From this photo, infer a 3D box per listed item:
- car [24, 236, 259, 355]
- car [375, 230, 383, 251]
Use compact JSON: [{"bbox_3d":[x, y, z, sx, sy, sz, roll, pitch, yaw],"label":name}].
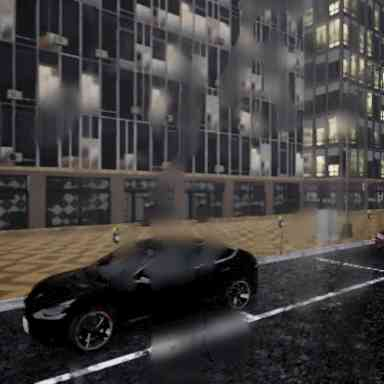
[{"bbox_3d":[-0.639,1.550,6.094,4.313,1.339,1.947,0,0,-35],"label":"car"},{"bbox_3d":[8.667,1.547,12.649,4.206,1.307,1.802,0,0,-35],"label":"car"}]
